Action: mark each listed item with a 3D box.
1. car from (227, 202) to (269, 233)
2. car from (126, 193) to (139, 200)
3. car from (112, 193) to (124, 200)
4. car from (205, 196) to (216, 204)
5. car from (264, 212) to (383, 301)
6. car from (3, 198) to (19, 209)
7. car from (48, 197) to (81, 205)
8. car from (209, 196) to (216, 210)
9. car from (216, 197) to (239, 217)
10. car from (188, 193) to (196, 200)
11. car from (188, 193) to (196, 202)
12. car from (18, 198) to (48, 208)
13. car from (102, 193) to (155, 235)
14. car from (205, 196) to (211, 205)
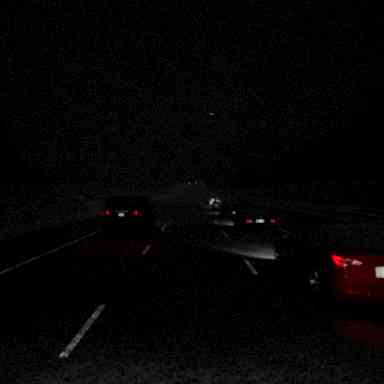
[{"bbox_3d":[3.497,1.505,19.319,2.033,1.411,5.357,0,0,0],"label":"car"},{"bbox_3d":[-14.012,1.025,78.568,2.097,1.767,4.553,0,0,0],"label":"car"},{"bbox_3d":[-17.512,1.046,78.927,1.812,1.442,4.674,0,0,0],"label":"car"},{"bbox_3d":[3.490,1.503,63.358,1.895,1.301,4.718,0,0,0],"label":"car"},{"bbox_3d":[3.499,1.485,8.347,2.163,1.488,4.792,0,0,0],"label":"car"},{"bbox_3d":[-21.092,1.467,41.234,2.033,1.411,5.357,0,0,0],"label":"car"},{"bbox_3d":[-14.099,1.402,37.748,1.882,1.535,5.008,0,0,0],"label":"car"},{"bbox_3d":[3.494,1.519,41.353,1.895,1.301,4.718,0,0,0],"label":"car"},{"bbox_3d":[3.495,1.441,30.321,1.837,1.490,4.892,0,0,0],"label":"car"},{"bbox_3d":[-0.014,1.115,89.655,2.097,1.767,4.553,0,0,0],"label":"car"},{"bbox_3d":[-0.011,1.416,72.944,2.128,1.511,4.902,0,0,0],"label":"car"},{"bbox_3d":[-17.596,1.487,38.214,1.994,1.385,4.181,0,0,0],"label":"car"},{"bbox_3d":[-3.403,1.180,18.676,2.150,2.045,5.566,0,0,0],"label":"car"},{"bbox_3d":[3.492,1.432,52.325,1.812,1.442,4.674,0,0,0],"label":"car"}]
